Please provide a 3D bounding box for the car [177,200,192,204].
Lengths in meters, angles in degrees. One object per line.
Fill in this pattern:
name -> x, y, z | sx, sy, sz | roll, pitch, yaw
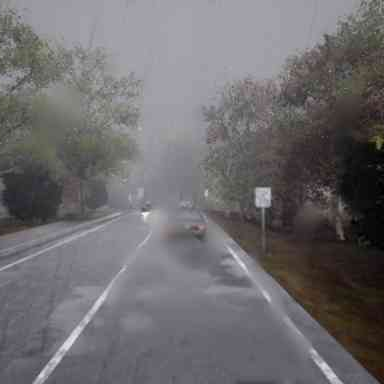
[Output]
car -> -0.780, 1.543, 35.643 | 2.033, 1.411, 5.357 | 0, -1, -1

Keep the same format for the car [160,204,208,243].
car -> -0.261, 1.511, 15.953 | 2.033, 1.411, 5.357 | 0, 0, -2

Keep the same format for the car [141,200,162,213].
car -> -4.509, 1.583, 37.448 | 1.994, 1.385, 4.181 | 0, -1, -1
